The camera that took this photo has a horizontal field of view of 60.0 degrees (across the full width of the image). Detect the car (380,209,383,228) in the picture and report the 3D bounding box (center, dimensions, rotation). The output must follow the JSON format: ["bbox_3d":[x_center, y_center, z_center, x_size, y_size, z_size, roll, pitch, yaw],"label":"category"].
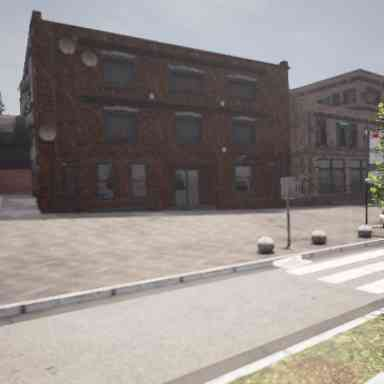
[{"bbox_3d":[12.878,1.104,18.757,5.566,2.045,2.435,0,0,-35],"label":"car"}]
